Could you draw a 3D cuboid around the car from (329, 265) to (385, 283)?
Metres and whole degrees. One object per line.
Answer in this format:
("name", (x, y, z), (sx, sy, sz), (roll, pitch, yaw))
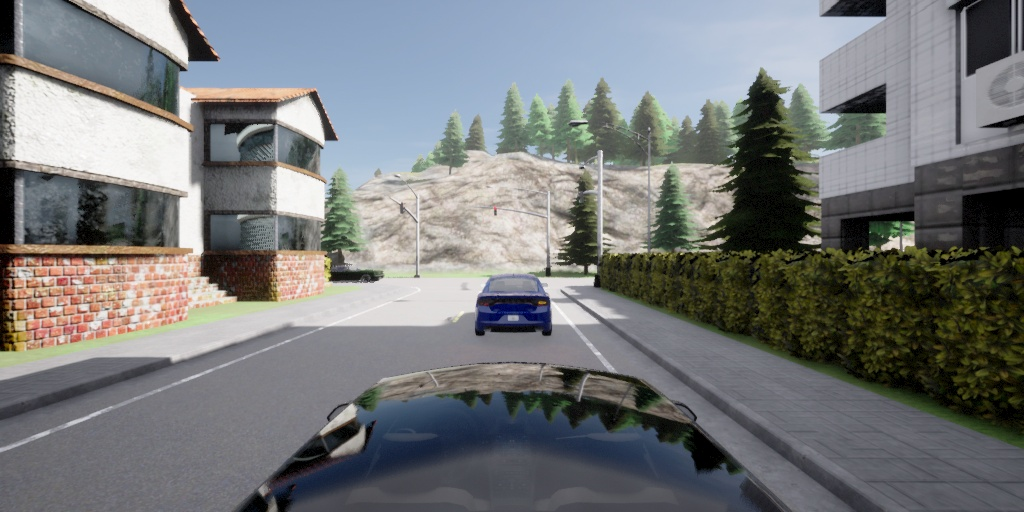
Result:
("car", (-12.167, 1.346, 27.009), (4.718, 1.301, 1.895), (0, 0, 1))

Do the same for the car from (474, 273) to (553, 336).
("car", (0.049, 1.226, 10.431), (1.882, 1.535, 5.008), (0, 0, 0))
